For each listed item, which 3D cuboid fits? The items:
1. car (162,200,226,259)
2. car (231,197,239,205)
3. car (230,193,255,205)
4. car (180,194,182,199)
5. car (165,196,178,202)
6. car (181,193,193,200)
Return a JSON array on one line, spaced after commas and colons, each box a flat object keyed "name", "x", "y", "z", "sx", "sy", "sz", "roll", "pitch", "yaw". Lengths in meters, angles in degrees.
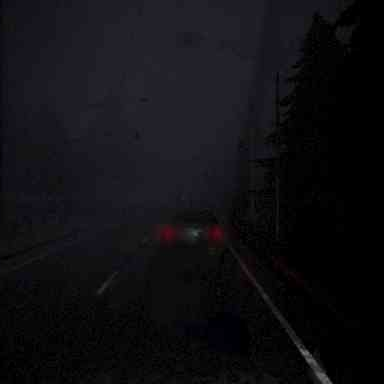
[{"name": "car", "x": 0.079, "y": 1.357, "z": 12.692, "sx": 2.097, "sy": 1.767, "sz": 4.553, "roll": 0, "pitch": 0, "yaw": 1}, {"name": "car", "x": 8.922, "y": 1.154, "z": 53.474, "sx": 4.605, "sy": 1.855, "sz": 1.932, "roll": 0, "pitch": 0, "yaw": -1}, {"name": "car", "x": 8.511, "y": 1.157, "z": 55.985, "sx": 3.866, "sy": 1.878, "sz": 1.905, "roll": 0, "pitch": 0, "yaw": -1}, {"name": "car", "x": -2.109, "y": 1.173, "z": 88.258, "sx": 2.097, "sy": 1.767, "sz": 4.553, "roll": 0, "pitch": 0, "yaw": -13}, {"name": "car", "x": -4.002, "y": 1.507, "z": 62.801, "sx": 1.812, "sy": 1.442, "sz": 4.674, "roll": 0, "pitch": 0, "yaw": 0}, {"name": "car", "x": -0.835, "y": 1.569, "z": 78.123, "sx": 1.895, "sy": 1.301, "sz": 4.718, "roll": 0, "pitch": 0, "yaw": -7}]
